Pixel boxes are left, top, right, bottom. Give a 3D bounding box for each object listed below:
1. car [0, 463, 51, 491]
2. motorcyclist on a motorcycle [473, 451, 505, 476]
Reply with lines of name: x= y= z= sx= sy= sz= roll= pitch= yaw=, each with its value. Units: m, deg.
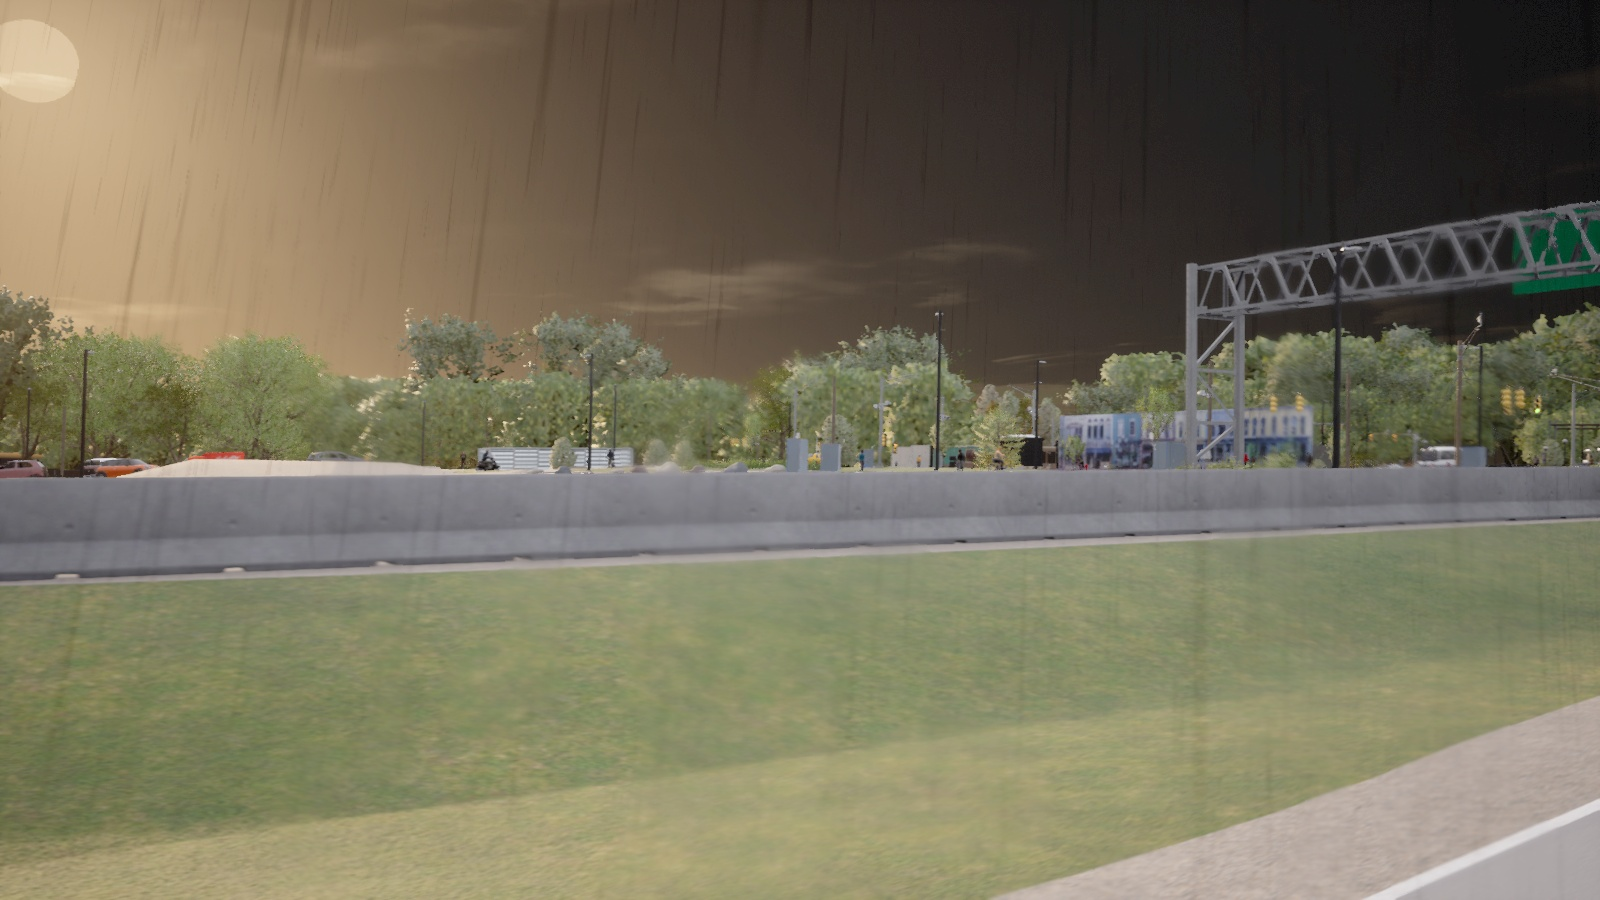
car: x=-46.628 y=1.616 z=74.313 sx=3.633 sy=1.501 sz=1.845 roll=-2 pitch=-1 yaw=-20
motorcyclist on a motorcycle: x=-20.270 y=0.868 z=81.835 sx=1.817 sy=1.590 sz=0.866 roll=-2 pitch=-1 yaw=20
